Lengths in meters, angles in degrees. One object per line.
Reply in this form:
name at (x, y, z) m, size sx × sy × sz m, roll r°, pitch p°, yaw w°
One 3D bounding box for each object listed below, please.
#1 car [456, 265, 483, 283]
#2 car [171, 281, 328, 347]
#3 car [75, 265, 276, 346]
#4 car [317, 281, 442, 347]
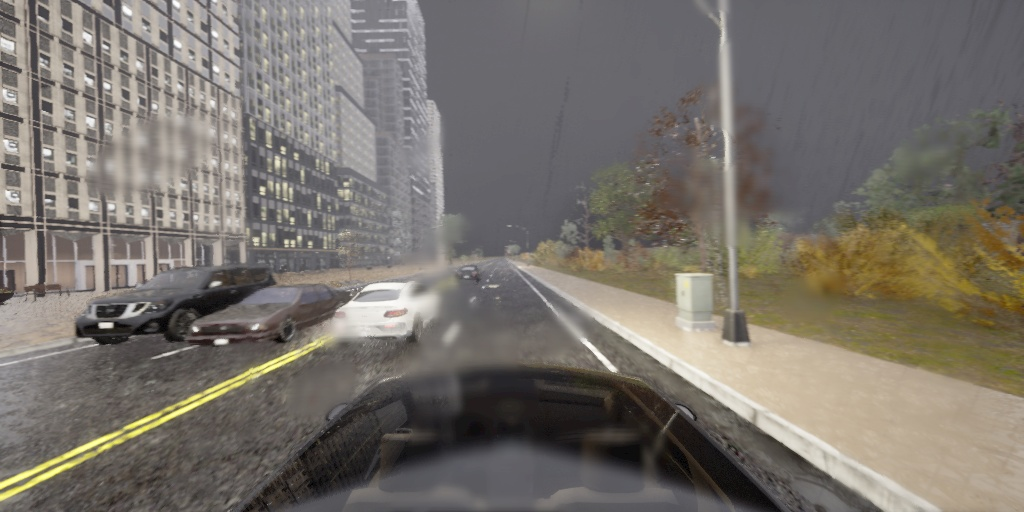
car at (-3.623, 1.493, 30.698) m, size 1.812 × 1.442 × 4.674 m, roll -2°, pitch 0°, yaw -1°
car at (-6.613, 1.559, 10.741) m, size 2.033 × 1.411 × 5.357 m, roll -2°, pitch 0°, yaw -1°
car at (-9.887, 1.354, 11.436) m, size 2.150 × 2.045 × 5.566 m, roll -2°, pitch -1°, yaw -1°
car at (-3.145, 1.412, 9.827) m, size 1.812 × 1.442 × 4.674 m, roll -2°, pitch 0°, yaw -1°
